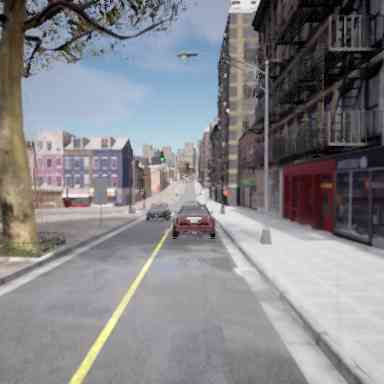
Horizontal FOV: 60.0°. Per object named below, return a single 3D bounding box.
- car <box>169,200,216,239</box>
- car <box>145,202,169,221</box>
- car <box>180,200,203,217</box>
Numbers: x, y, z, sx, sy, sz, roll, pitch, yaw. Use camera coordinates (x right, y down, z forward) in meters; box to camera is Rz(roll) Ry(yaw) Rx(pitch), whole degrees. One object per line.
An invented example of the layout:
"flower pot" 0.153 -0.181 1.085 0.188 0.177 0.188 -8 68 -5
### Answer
"car" 0.101 1.387 17.732 2.097 1.767 4.553 0 0 0
"car" -2.748 1.616 28.132 1.837 1.490 4.892 0 0 0
"car" -0.129 1.599 33.172 1.837 1.490 4.892 0 0 -5
